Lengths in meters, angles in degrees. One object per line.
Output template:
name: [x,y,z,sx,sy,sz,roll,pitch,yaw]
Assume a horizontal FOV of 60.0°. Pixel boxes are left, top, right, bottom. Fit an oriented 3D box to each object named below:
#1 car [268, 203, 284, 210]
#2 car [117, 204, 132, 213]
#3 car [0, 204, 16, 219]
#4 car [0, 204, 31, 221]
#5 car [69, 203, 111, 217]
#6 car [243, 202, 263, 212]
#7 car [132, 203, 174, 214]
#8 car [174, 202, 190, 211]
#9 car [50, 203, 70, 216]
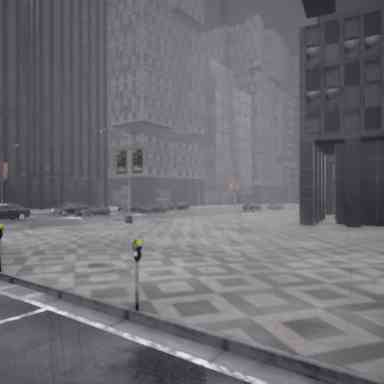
car: [16.391,2.801,65.113,1.994,1.385,4.181,0,-1,36]
car: [-8.441,2.323,47.570,1.895,1.301,4.718,0,-1,36]
car: [-19.694,1.884,31.923,1.812,1.442,4.674,0,-1,37]
car: [-17.127,1.849,29.907,1.837,1.490,4.892,0,-1,36]
car: [-11.329,2.095,38.000,1.994,1.385,4.181,0,-1,35]
car: [10.368,2.546,56.725,1.837,1.490,4.892,0,-2,36]
car: [-5.358,2.274,46.293,2.033,1.411,5.357,0,-1,36]
car: [-2.423,2.396,55.874,1.882,1.535,5.008,0,-1,36]
car: [-14.313,2.022,39.398,2.128,1.511,4.902,0,-1,36]
